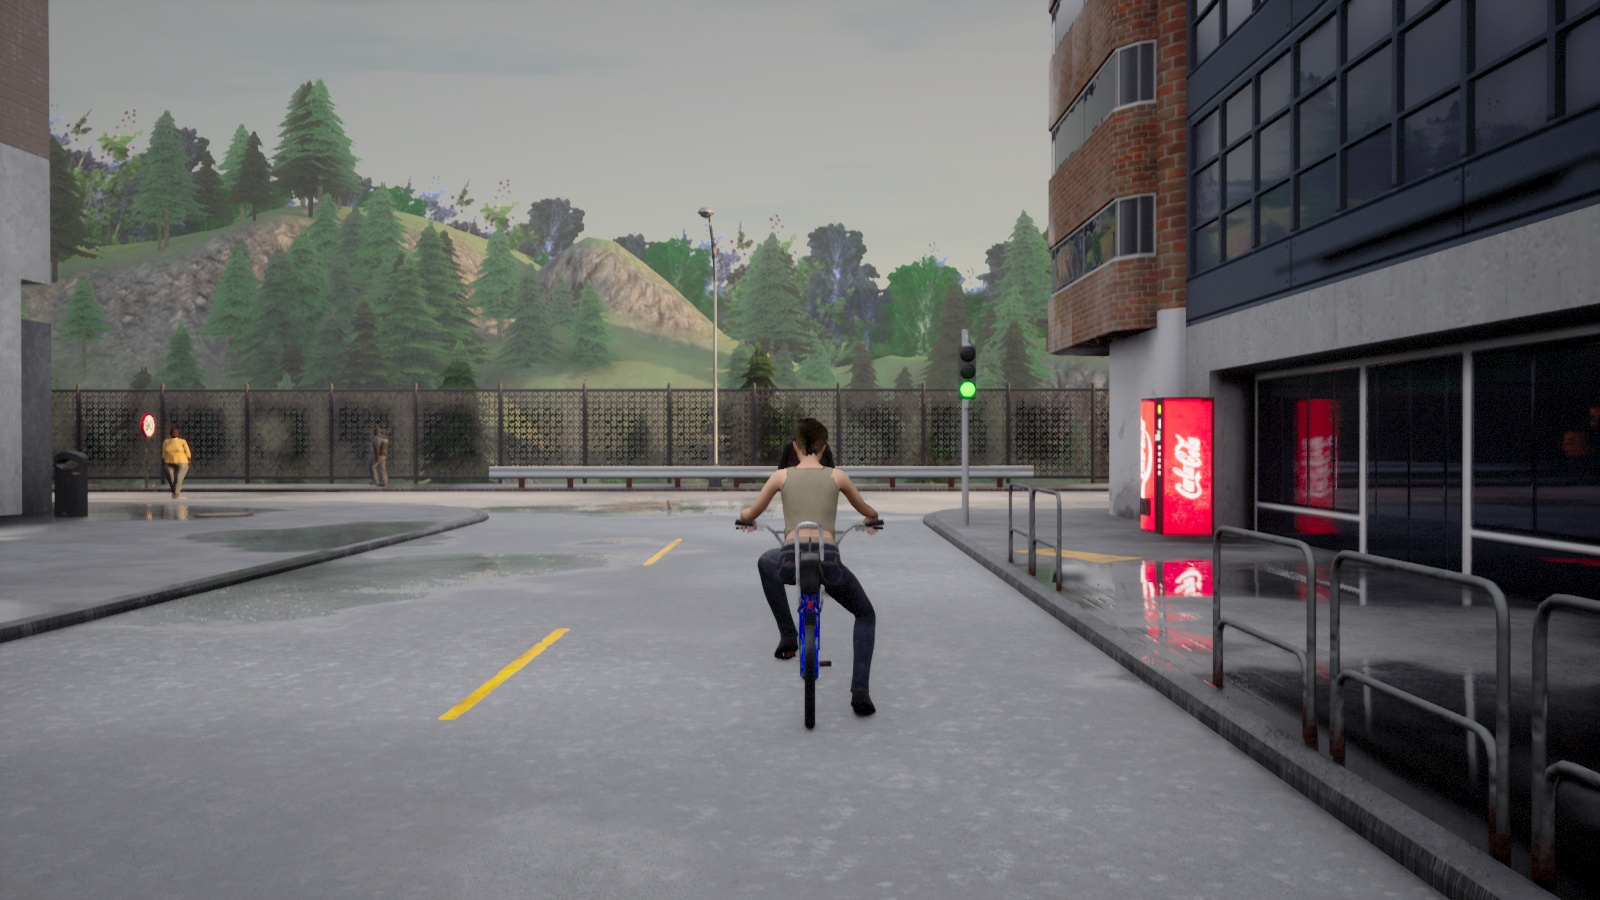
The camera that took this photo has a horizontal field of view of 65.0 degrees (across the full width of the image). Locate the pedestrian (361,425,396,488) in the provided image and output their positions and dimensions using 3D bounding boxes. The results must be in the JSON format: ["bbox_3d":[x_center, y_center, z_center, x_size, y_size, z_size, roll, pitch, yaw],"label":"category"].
[{"bbox_3d":[-12.725,0.189,37.914,0.849,1.883,0.563,0,0,10],"label":"pedestrian"}]

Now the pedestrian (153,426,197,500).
[{"bbox_3d":[-16.049,0.319,32.245,0.874,1.855,0.900,0,0,-17],"label":"pedestrian"}]

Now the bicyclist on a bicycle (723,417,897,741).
[{"bbox_3d":[0.053,0.635,6.989,0.866,1.612,1.509,0,0,0],"label":"bicyclist on a bicycle"}]
